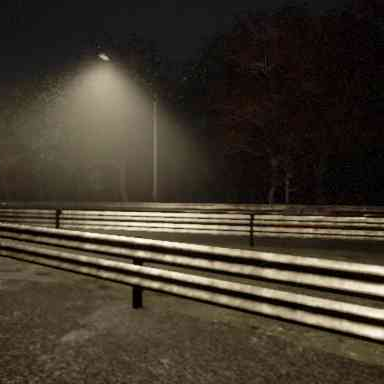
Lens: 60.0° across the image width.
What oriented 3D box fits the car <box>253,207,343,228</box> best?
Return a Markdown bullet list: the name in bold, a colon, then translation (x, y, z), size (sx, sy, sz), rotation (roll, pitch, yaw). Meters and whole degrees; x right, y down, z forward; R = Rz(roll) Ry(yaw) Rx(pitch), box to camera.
- **car**: translation (5.749, 1.560, 18.399), size (4.792, 1.488, 2.163), rotation (0, 0, 19)
